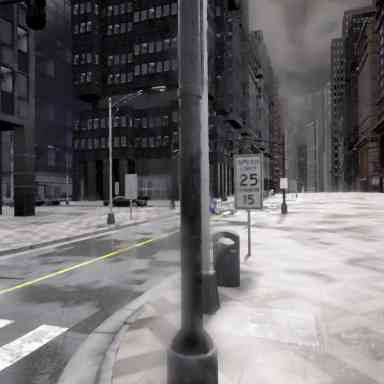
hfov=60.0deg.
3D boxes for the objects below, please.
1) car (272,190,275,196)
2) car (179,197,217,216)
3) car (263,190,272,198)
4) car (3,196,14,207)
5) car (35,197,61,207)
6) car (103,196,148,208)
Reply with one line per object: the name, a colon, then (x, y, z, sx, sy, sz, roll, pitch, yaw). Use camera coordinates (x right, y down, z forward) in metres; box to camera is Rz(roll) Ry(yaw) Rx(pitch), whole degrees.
car: (18.366, 0.251, 77.607, 2.128, 1.511, 4.902, -1, 1, 19)
car: (0.559, 1.092, 25.746, 1.882, 1.535, 5.008, -1, 1, 19)
car: (13.436, 0.521, 63.309, 1.994, 1.385, 4.181, -1, 1, 19)
car: (-26.627, 1.310, 46.547, 4.181, 1.385, 1.994, -1, 0, 20)
car: (-18.349, 1.252, 40.338, 4.718, 1.301, 1.895, -1, 0, 19)
car: (-7.273, 1.144, 36.526, 4.718, 1.301, 1.895, -1, 0, 19)
